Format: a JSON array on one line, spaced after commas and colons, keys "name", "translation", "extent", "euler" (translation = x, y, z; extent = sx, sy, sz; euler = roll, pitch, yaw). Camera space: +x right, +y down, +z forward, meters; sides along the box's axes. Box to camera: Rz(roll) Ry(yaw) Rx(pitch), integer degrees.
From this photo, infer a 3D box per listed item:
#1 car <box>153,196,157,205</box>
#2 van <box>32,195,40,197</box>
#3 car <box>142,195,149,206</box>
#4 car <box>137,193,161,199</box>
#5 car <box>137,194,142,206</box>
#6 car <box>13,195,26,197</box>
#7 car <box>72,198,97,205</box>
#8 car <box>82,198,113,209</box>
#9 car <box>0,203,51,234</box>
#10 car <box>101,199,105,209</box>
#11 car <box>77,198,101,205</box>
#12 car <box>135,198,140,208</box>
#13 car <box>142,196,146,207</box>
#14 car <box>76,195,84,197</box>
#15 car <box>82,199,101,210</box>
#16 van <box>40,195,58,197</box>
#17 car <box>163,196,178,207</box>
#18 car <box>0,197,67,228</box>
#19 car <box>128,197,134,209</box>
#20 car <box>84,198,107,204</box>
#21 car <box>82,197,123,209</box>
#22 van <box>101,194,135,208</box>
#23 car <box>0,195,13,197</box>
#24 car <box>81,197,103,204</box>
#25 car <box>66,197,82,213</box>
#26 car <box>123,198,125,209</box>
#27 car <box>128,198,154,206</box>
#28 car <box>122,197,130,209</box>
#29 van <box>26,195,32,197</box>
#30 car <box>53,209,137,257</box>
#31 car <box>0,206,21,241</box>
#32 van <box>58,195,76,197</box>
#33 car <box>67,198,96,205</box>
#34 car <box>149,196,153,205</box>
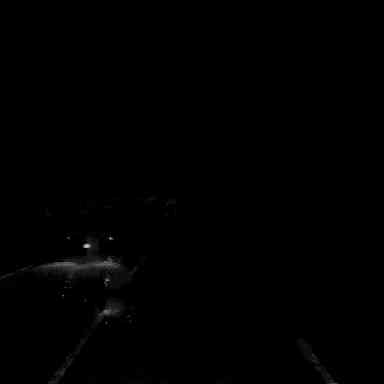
[{"name": "car", "translation": [-10.114, 1.910, 64.214], "extent": [5.366, 1.575, 1.946], "euler": [0, -1, 0]}, {"name": "van", "translation": [-23.501, 1.454, 44.871], "extent": [4.442, 1.987, 1.878], "euler": [0, 0, 0]}, {"name": "car", "translation": [-10.487, 1.783, 55.889], "extent": [5.366, 1.575, 1.946], "euler": [0, -1, 0]}, {"name": "car", "translation": [-10.325, 1.798, 72.546], "extent": [5.566, 2.045, 2.435], "euler": [0, -1, 0]}, {"name": "car", "translation": [-10.335, 1.599, 50.343], "extent": [4.553, 1.767, 2.185], "euler": [0, -1, 0]}, {"name": "car", "translation": [-23.359, 1.386, 39.332], "extent": [5.566, 2.045, 2.435], "euler": [0, 0, 0]}, {"name": "car", "translation": [-23.374, 2.089, 72.558], "extent": [4.674, 1.452, 2.002], "euler": [0, -1, 0]}, {"name": "car", "translation": [-10.316, 1.575, 30.912], "extent": [4.892, 1.521, 2.231], "euler": [0, 0, 0]}, {"name": "car", "translation": [-10.308, 1.468, 17.032], "extent": [5.008, 1.535, 2.097], "euler": [0, 0, 0]}, {"name": "car", "translation": [-10.304, 1.554, 28.136], "extent": [4.892, 1.521, 2.231], "euler": [0, 0, 0]}, {"name": "car", "translation": [-23.346, 2.124, 75.327], "extent": [4.792, 1.488, 2.163], "euler": [0, -1, 0]}, {"name": "car", "translation": [-10.334, 1.731, 47.569], "extent": [4.792, 1.488, 2.163], "euler": [0, 0, 0]}, {"name": "car", "translation": [-10.297, 1.753, 53.122], "extent": [4.892, 1.521, 2.231], "euler": [0, -1, 0]}, {"name": "car", "translation": [-23.408, 1.662, 64.254], "extent": [5.566, 2.045, 2.435], "euler": [0, -1, 0]}, {"name": "car", "translation": [-10.126, 1.528, 25.360], "extent": [5.366, 1.575, 1.946], "euler": [0, 0, 0]}, {"name": "van", "translation": [-23.275, 1.499, 50.427], "extent": [4.442, 1.987, 1.878], "euler": [0, -1, 0]}, {"name": "car", "translation": [-3.412, 1.826, 56.023], "extent": [1.812, 1.442, 4.674], "euler": [0, -1, 0]}, {"name": "car", "translation": [-10.282, 1.363, 19.809], "extent": [4.553, 1.767, 2.185], "euler": [0, 0, 0]}, {"name": "car", "translation": [-10.277, 1.688, 42.016], "extent": [4.792, 1.488, 2.163], "euler": [0, 0, 0]}, {"name": "car", "translation": [-23.369, 2.182, 80.744], "extent": [5.008, 1.535, 2.097], "euler": [0, -1, 0]}, {"name": "car", "translation": [-10.123, 1.592, 33.688], "extent": [5.366, 1.575, 1.946], "euler": [0, 0, 0]}, {"name": "van", "translation": [-10.422, 1.454, 44.794], "extent": [4.442, 1.987, 1.878], "euler": [0, 0, 0]}, {"name": "car", "translation": [-23.360, 1.365, 36.562], "extent": [5.566, 2.045, 2.435], "euler": [0, 0, 0]}, {"name": "car", "translation": [-23.406, 2.012, 77.975], "extent": [4.553, 1.767, 2.185], "euler": [0, -1, 0]}, {"name": "car", "translation": [-10.281, 1.385, 22.585], "extent": [4.553, 1.767, 2.185], "euler": [0, 0, 0]}, {"name": "car", "translation": [-10.279, 1.646, 36.464], "extent": [4.792, 1.488, 2.163], "euler": [0, 0, 0]}, {"name": "car", "translation": [-10.305, 1.960, 66.989], "extent": [4.892, 1.521, 2.231], "euler": [0, -1, 0]}, {"name": "car", "translation": [-10.278, 1.667, 39.240], "extent": [4.792, 1.488, 2.163], "euler": [0, 0, 0]}, {"name": "van", "translation": [-23.269, 1.432, 42.101], "extent": [4.442, 1.987, 1.878], "euler": [0, 0, 0]}, {"name": "car", "translation": [-3.360, 1.545, 12.685], "extent": [1.994, 1.385, 4.181], "euler": [0, 0, 0]}, {"name": "car", "translation": [-10.317, 1.487, 14.255], "extent": [4.674, 1.452, 2.002], "euler": [0, 0, 0]}, {"name": "van", "translation": [-23.498, 1.597, 58.590], "extent": [4.442, 1.987, 1.878], "euler": [0, -1, 0]}, {"name": "car", "translation": [-23.192, 2.000, 69.788], "extent": [5.366, 1.575, 1.946], "euler": [0, -1, 0]}, {"name": "car", "translation": [-10.116, 1.820, 58.542], "extent": [5.366, 1.575, 1.946], "euler": [0, -1, 0]}]
